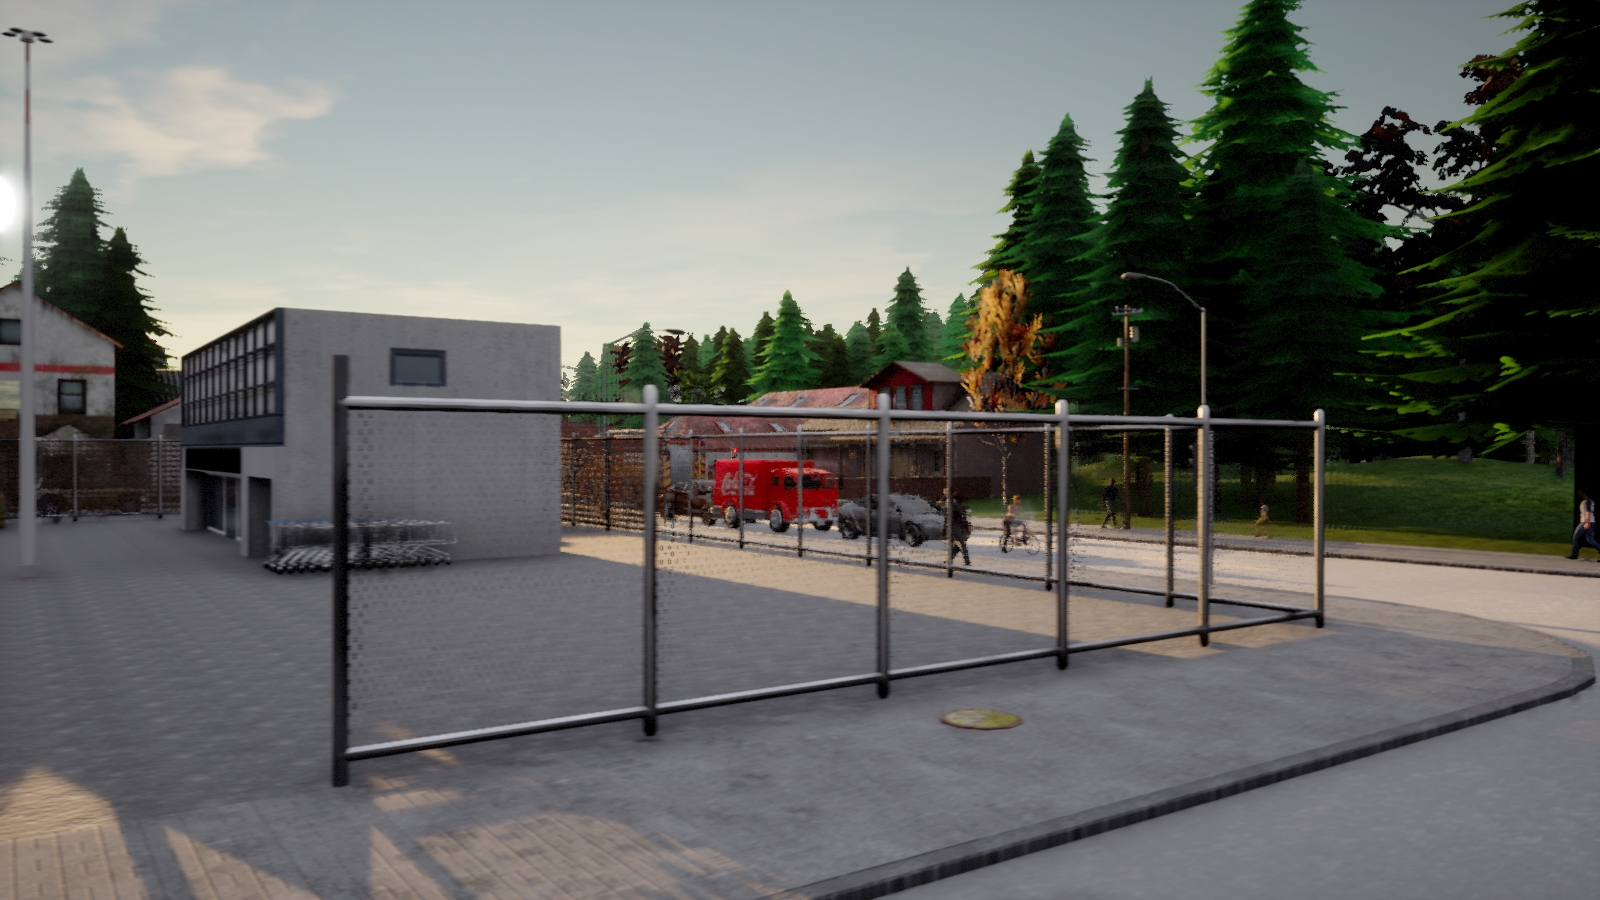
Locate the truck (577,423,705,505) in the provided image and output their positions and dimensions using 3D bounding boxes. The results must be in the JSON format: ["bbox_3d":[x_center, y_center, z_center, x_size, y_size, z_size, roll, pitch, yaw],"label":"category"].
[{"bbox_3d":[-8.195,0.671,57.827,2.891,3.827,8.468,0,0,-35],"label":"truck"}]

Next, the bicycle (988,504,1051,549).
[{"bbox_3d":[5.897,2.036,30.696,0.859,1.080,1.487,0,0,-35],"label":"bicycle"}]

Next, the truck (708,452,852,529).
[{"bbox_3d":[-0.785,1.339,40.270,2.627,2.467,5.204,0,0,-35],"label":"truck"}]

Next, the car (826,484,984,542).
[{"bbox_3d":[3.096,1.843,34.698,2.163,1.488,4.792,0,0,-35],"label":"car"}]

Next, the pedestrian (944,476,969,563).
[{"bbox_3d":[3.434,1.516,25.077,0.375,1.860,0.375,0,0,-39],"label":"pedestrian"}]

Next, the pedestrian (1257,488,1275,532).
[{"bbox_3d":[14.059,1.805,34.497,0.375,1.300,0.375,0,0,-41],"label":"pedestrian"}]

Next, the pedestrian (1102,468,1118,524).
[{"bbox_3d":[10.339,1.524,38.081,0.375,1.860,0.375,0,0,-27],"label":"pedestrian"}]

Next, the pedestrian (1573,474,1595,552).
[{"bbox_3d":[19.050,1.524,27.753,0.375,1.860,0.375,0,0,-45],"label":"pedestrian"}]
